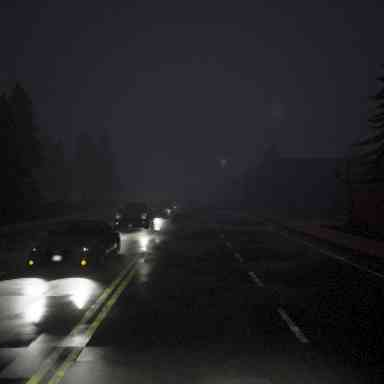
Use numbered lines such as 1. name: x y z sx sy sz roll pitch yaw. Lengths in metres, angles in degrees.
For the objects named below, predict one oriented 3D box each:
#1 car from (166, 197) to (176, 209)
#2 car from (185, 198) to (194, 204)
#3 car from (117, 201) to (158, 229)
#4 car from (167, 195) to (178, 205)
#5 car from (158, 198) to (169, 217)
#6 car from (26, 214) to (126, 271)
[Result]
1. car: -4.020 1.836 50.859 2.033 1.411 5.357 0 0 -1
2. car: -0.631 1.967 75.590 2.033 1.411 5.357 0 0 0
3. car: -3.781 1.480 22.468 2.097 1.767 4.553 0 0 0
4. car: -4.069 1.603 67.125 2.150 2.045 5.566 0 -1 0
5. car: -3.880 1.684 34.294 2.128 1.511 4.902 0 0 0
6. car: -3.683 1.628 11.046 1.994 1.385 4.181 0 0 0
